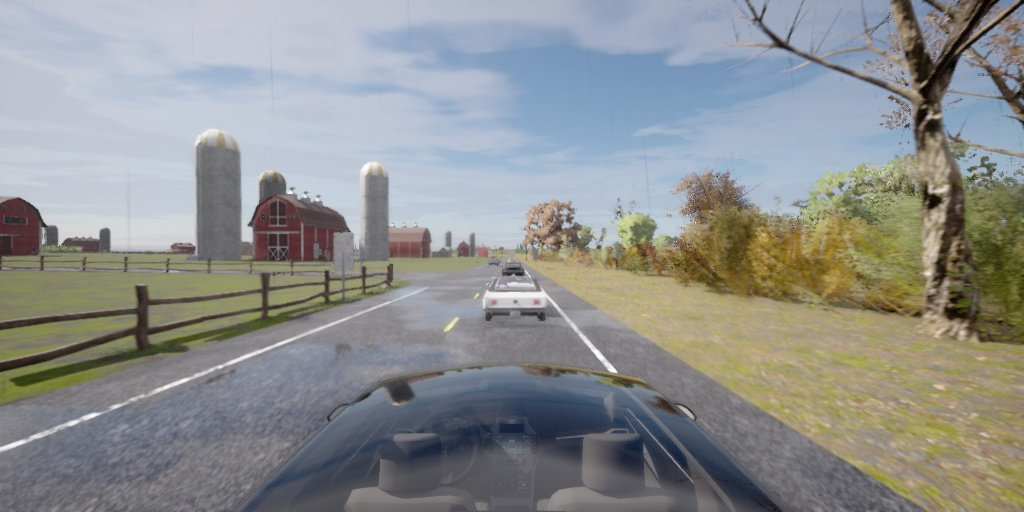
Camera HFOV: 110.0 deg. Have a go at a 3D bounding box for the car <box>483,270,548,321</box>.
[{"bbox_3d":[0.099,1.342,12.421,1.895,1.301,4.718,0,0,0],"label":"car"}]

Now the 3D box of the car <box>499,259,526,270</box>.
[{"bbox_3d":[0.092,1.231,30.176,1.837,1.490,4.892,0,0,0],"label":"car"}]
